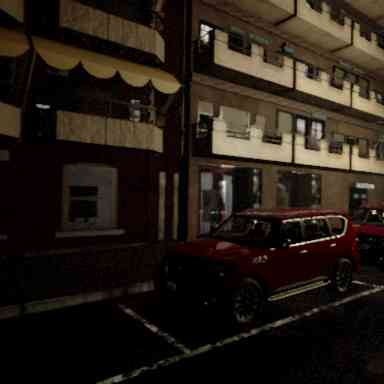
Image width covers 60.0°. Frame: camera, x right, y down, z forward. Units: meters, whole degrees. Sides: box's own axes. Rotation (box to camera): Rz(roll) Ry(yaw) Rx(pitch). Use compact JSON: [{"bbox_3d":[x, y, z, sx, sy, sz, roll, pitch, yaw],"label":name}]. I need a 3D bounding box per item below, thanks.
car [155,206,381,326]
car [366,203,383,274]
[{"bbox_3d":[1.693,1.317,7.275,5.009,1.841,2.192,0,1,-35],"label":"car"},{"bbox_3d":[6.196,1.319,10.484,5.009,1.841,2.192,0,1,-35],"label":"car"}]
